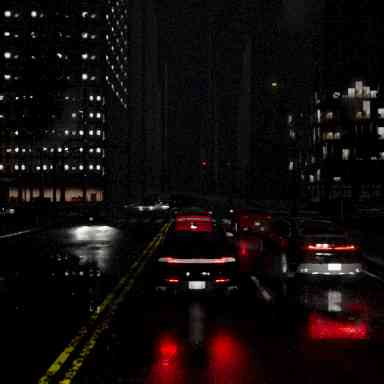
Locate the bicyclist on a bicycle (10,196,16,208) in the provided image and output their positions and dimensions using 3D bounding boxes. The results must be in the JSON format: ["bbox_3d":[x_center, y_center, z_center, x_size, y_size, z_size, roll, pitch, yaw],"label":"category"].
[{"bbox_3d":[-25.210,1.397,46.827,0.582,1.620,1.656,0,-1,2],"label":"bicyclist on a bicycle"}]

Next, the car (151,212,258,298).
[{"bbox_3d":[0.090,1.493,8.529,2.128,1.511,4.902,0,0,0],"label":"car"}]

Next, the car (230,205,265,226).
[{"bbox_3d":[3.328,1.478,19.428,1.882,1.535,5.008,0,0,0],"label":"car"}]

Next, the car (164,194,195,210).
[{"bbox_3d":[-1.295,1.289,44.628,2.150,2.045,5.566,1,1,19],"label":"car"}]

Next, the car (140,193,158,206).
[{"bbox_3d":[-7.169,1.332,53.744,2.097,1.767,4.553,0,0,-1],"label":"car"}]

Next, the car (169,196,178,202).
[{"bbox_3d":[-4.227,1.555,75.412,1.895,1.301,4.718,0,0,-1],"label":"car"}]

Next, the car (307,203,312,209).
[{"bbox_3d":[16.780,1.584,40.964,4.902,1.511,2.128,0,-1,1],"label":"car"}]

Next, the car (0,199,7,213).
[{"bbox_3d":[-23.241,1.491,35.906,5.357,1.411,2.033,0,-1,2],"label":"car"}]

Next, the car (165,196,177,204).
[{"bbox_3d":[-4.075,1.534,65.183,1.994,1.385,4.181,0,0,0],"label":"car"}]

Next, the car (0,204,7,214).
[{"bbox_3d":[-20.750,1.404,32.583,4.892,1.490,1.837,0,-1,2],"label":"car"}]

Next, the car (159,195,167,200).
[{"bbox_3d":[-7.704,1.452,87.862,1.812,1.442,4.674,0,0,-1],"label":"car"}]

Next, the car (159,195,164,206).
[{"bbox_3d":[-3.948,1.543,55.556,1.994,1.385,4.181,0,0,-1],"label":"car"}]

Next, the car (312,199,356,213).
[{"bbox_3d":[16.294,1.609,37.724,4.181,1.385,1.994,0,-1,2],"label":"car"}]

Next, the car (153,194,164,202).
[{"bbox_3d":[-7.448,1.316,73.770,2.097,1.767,4.553,0,0,-1],"label":"car"}]

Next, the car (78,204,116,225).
[{"bbox_3d":[-6.662,1.566,23.691,1.994,1.385,4.181,0,0,-3],"label":"car"}]

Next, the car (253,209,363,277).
[{"bbox_3d":[3.339,1.506,10.203,1.837,1.490,4.892,0,0,0],"label":"car"}]

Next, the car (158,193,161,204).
[{"bbox_3d":[-7.313,1.189,63.630,2.150,2.045,5.566,0,0,-1],"label":"car"}]

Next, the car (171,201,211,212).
[{"bbox_3d":[0.079,1.478,18.026,1.882,1.535,5.008,0,0,0],"label":"car"}]
